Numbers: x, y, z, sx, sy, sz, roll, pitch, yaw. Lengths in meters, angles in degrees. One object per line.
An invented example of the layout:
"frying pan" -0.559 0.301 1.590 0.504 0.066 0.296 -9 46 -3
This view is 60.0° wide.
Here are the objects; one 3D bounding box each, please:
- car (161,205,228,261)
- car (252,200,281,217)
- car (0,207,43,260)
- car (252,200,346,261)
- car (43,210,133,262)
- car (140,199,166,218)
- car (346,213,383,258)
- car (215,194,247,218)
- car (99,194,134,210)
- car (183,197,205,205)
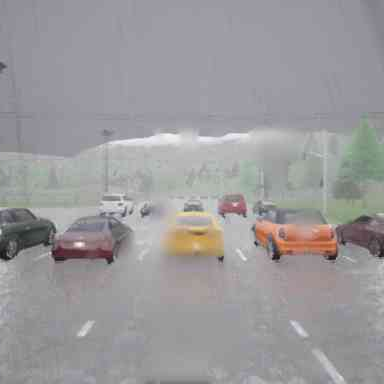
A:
"car" 0.100 1.474 12.347 1.882 1.535 5.008 0 0 0
"car" 7.142 1.515 32.474 1.812 1.442 4.674 0 0 0
"car" -6.899 1.349 12.497 2.097 1.767 4.553 0 0 0
"car" 3.601 1.348 12.460 2.097 1.767 4.553 0 0 0
"car" -3.398 1.559 12.054 1.994 1.385 4.181 0 0 0
"car" -3.363 1.591 29.902 1.895 1.301 4.718 0 0 0
"car" 7.103 1.521 12.553 1.812 1.442 4.674 0 0 0
"car" 3.641 1.212 30.661 2.150 2.045 5.566 0 0 0
"car" -6.859 1.212 30.621 2.150 2.045 5.566 0 0 0
"car" 0.133 1.515 32.495 1.812 1.442 4.674 0 0 0
